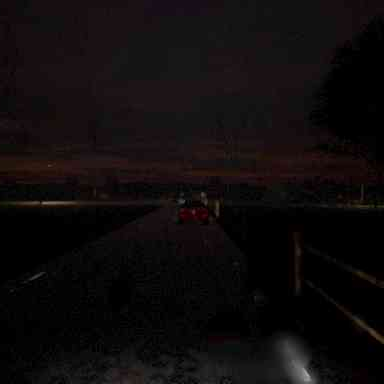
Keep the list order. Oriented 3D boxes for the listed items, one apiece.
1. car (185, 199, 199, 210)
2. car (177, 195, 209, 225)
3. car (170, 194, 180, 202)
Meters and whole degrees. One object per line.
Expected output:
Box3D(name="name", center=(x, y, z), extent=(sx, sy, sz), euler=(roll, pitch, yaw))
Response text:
Box3D(name="car", center=(0.035, 1.661, 45.833), extent=(1.895, 1.301, 4.718), euler=(0, 0, 0))
Box3D(name="car", center=(0.102, 1.351, 24.327), extent=(2.097, 1.767, 4.553), euler=(0, 0, 0))
Box3D(name="car", center=(-2.748, 1.096, 57.753), extent=(2.097, 1.767, 4.553), euler=(0, 0, 0))
